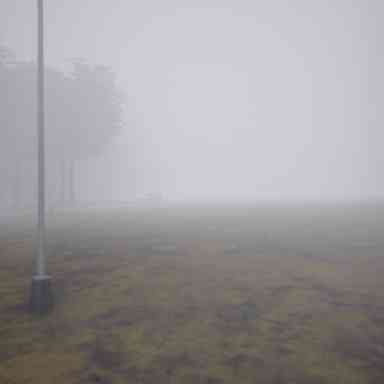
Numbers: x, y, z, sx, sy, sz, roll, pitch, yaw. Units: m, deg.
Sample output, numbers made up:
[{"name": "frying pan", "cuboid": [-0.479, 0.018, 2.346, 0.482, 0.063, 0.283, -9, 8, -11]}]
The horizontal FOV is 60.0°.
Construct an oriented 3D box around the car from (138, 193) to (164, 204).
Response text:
[{"name": "car", "cuboid": [-6.545, 0.906, 53.530, 2.097, 1.767, 4.553, 0, 1, 36]}]
